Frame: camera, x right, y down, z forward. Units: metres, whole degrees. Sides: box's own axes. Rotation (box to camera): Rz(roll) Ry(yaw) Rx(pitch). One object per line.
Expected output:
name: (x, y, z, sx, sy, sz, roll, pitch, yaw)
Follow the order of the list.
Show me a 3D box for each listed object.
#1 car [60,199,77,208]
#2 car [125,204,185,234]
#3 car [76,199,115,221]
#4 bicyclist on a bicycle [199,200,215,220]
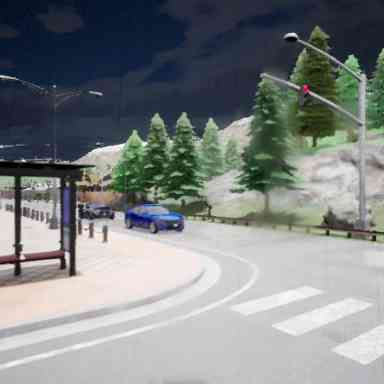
car: (-16.949, 1.629, 46.615, 1.895, 1.301, 4.718, 0, 0, -39)
car: (-2.307, 1.504, 19.771, 1.882, 1.535, 5.008, 0, 0, -35)
car: (-8.029, 1.590, 27.942, 1.994, 1.385, 4.181, 0, 0, -35)
bicyclist on a bicycle: (1.246, 1.488, 27.058, 1.656, 1.620, 0.582, 0, 0, -35)
